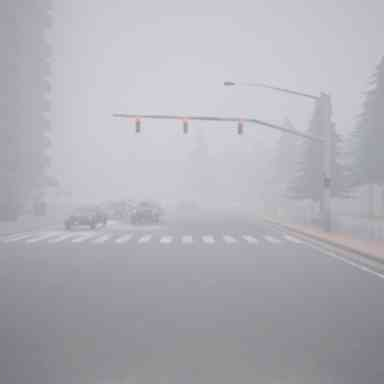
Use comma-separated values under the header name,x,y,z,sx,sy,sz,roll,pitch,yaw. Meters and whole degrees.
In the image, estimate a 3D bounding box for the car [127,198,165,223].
name,x,y,z,sx,sy,sz,roll,pitch,yaw
car,-3.576,1.512,26.851,2.097,1.767,4.553,0,0,0

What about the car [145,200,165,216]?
name,x,y,z,sx,sy,sz,roll,pitch,yaw
car,-3.917,1.701,36.056,1.882,1.535,5.008,0,0,-4

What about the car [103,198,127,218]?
name,x,y,z,sx,sy,sz,roll,pitch,yaw
car,-7.205,1.672,32.036,2.128,1.511,4.902,0,0,-1

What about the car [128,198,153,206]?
name,x,y,z,sx,sy,sz,roll,pitch,yaw
car,-9.770,1.911,62.893,4.674,1.442,1.812,0,-1,37

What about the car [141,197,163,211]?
name,x,y,z,sx,sy,sz,roll,pitch,yaw
car,-5.510,1.632,45.105,2.097,1.767,4.553,0,0,-19

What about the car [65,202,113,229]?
name,x,y,z,sx,sy,sz,roll,pitch,yaw
car,-7.080,1.641,22.770,1.812,1.442,4.674,0,0,0

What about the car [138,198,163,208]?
name,x,y,z,sx,sy,sz,roll,pitch,yaw
car,-6.873,1.849,55.121,1.837,1.490,4.892,1,-1,-39

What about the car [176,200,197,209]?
name,x,y,z,sx,sy,sz,roll,pitch,yaw
car,-0.887,1.911,51.698,1.994,1.385,4.181,1,-1,-27
